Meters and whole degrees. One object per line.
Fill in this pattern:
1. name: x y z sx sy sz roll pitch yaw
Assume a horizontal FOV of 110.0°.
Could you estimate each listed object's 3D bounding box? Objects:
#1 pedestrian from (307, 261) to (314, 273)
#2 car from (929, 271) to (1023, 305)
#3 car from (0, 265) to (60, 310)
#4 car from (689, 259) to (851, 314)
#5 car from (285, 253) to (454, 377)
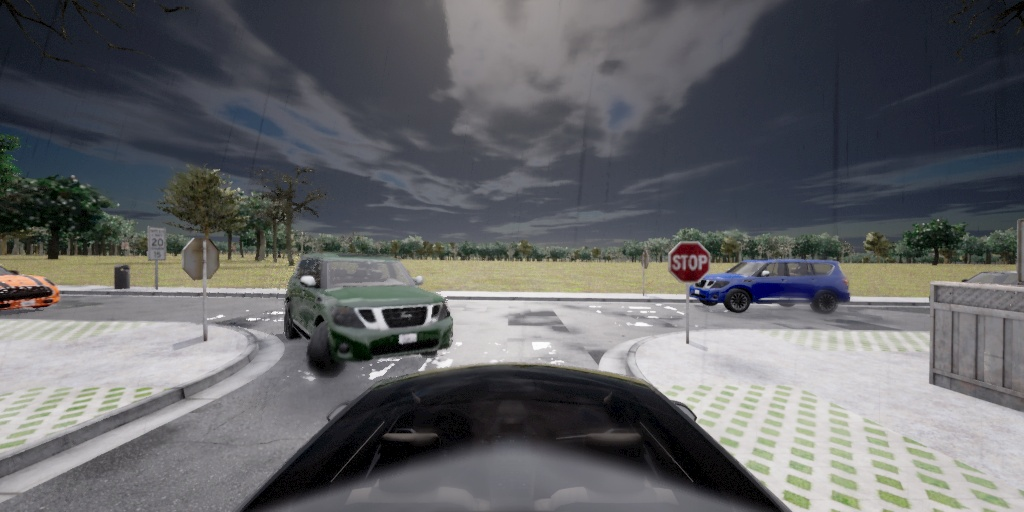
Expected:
1. pedestrian: -9.692 0.750 17.161 0.375 1.860 0.375 0 -1 0
2. car: 19.889 1.392 14.418 4.553 1.767 2.097 1 0 0
3. car: -17.433 0.867 11.261 4.553 1.767 2.097 1 0 0
4. car: 10.181 1.125 14.368 5.566 2.045 2.150 1 0 0
5. car: -3.434 0.965 7.923 2.150 2.045 5.566 3 -1 -40
